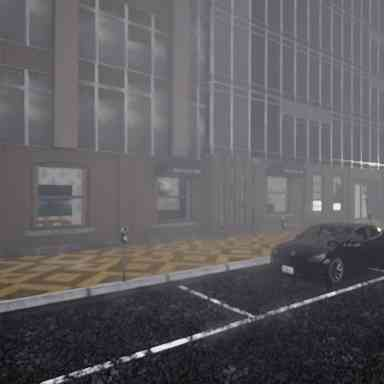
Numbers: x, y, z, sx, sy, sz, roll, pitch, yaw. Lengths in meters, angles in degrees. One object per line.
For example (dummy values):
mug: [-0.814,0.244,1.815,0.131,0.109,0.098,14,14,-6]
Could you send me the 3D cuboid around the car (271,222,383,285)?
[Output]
car: [4.157,1.557,9.526,4.313,1.339,1.947,0,1,-36]
